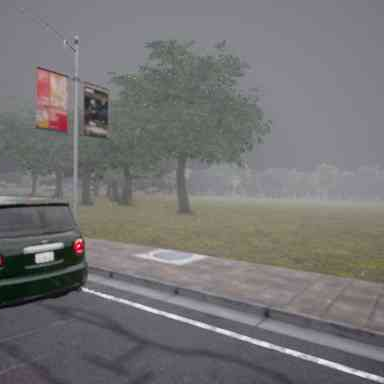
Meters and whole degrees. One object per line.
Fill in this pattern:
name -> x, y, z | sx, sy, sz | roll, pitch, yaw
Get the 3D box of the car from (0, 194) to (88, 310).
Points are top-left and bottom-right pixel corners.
car -> -4.495, 1.052, 6.802 | 5.566, 2.045, 2.150 | 2, 1, 36
